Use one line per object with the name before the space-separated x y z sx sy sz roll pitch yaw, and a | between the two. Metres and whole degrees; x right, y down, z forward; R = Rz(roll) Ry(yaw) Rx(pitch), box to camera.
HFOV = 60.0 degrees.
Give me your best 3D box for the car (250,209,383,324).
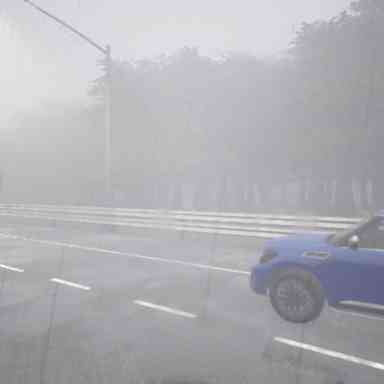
car | 3.767 1.222 5.479 5.566 2.045 2.150 0 0 36
